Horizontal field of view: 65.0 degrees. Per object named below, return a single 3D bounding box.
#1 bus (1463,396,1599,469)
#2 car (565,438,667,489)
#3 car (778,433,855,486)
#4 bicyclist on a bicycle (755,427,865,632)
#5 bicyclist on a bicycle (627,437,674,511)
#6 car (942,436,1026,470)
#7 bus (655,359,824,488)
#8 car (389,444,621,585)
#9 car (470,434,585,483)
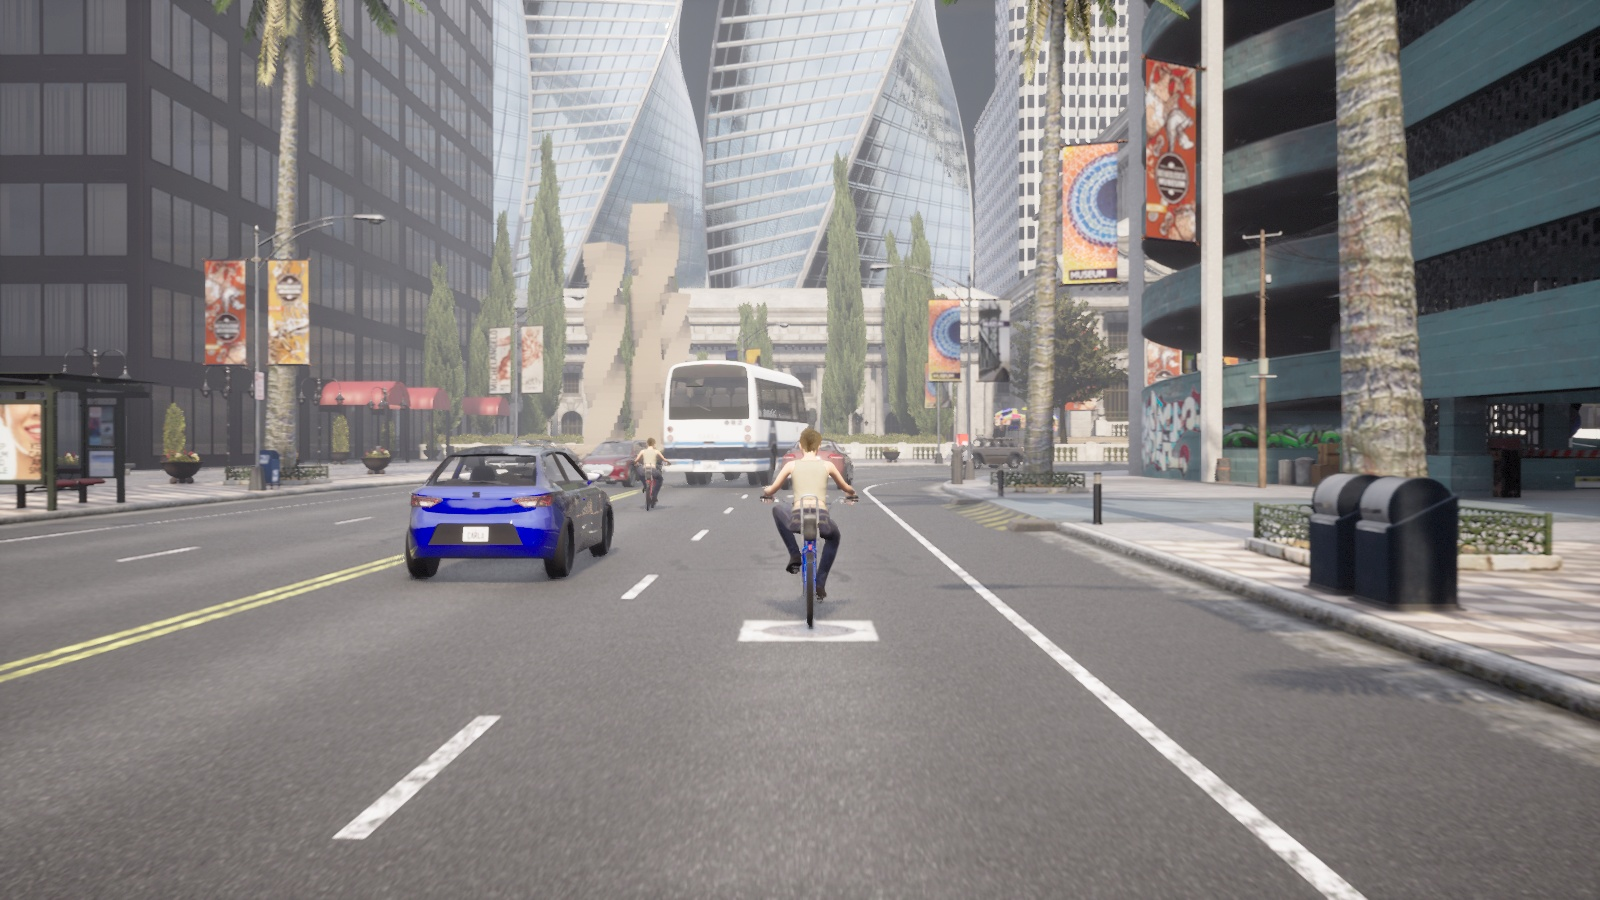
[{"bbox_3d":[45.635,-1.014,74.745,10.273,4.253,3.944,0,0,0],"label":"bus"},{"bbox_3d":[-6.249,0.427,43.319,2.033,1.649,4.856,0,0,10],"label":"car"},{"bbox_3d":[0.612,0.290,41.784,2.152,1.651,5.027,0,0,6],"label":"car"},{"bbox_3d":[0.081,0.623,10.668,0.866,1.612,1.509,0,0,0],"label":"bicyclist on a bicycle"},{"bbox_3d":[-3.320,0.522,28.007,0.866,1.612,1.509,0,0,0],"label":"bicyclist on a bicycle"},{"bbox_3d":[10.341,0.174,70.536,4.605,1.855,1.932,0,0,-34],"label":"car"},{"bbox_3d":[-1.959,-0.896,46.977,3.944,4.253,10.273,0,0,11],"label":"bus"},{"bbox_3d":[-3.398,0.671,15.280,1.816,1.474,4.193,0,0,0],"label":"car"},{"bbox_3d":[-9.587,0.266,44.687,2.152,1.651,5.027,0,0,11],"label":"car"}]
